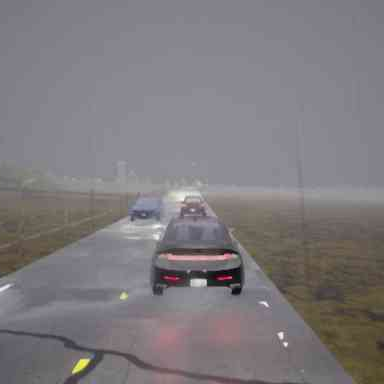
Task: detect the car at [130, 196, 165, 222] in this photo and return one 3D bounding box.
[{"bbox_3d":[-2.878,1.045,22.325,1.882,1.535,5.008,0,1,0],"label":"car"}]

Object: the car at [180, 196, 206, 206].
[{"bbox_3d":[0.068,1.031,25.263,1.812,1.442,4.674,0,1,0],"label":"car"}]

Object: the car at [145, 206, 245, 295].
[{"bbox_3d":[0.094,1.342,8.279,2.128,1.511,4.902,0,1,0],"label":"car"}]
